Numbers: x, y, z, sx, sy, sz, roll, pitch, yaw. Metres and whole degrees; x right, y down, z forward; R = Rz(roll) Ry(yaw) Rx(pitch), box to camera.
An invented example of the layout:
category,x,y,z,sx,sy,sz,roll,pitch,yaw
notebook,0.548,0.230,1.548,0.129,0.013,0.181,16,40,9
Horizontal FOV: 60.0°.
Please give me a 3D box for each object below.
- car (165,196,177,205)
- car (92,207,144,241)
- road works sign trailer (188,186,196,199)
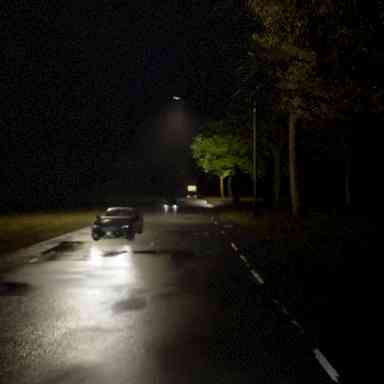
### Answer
category,x,y,z,sx,sy,sz,roll,pitch,yaw
car,-3.562,1.452,57.048,1.837,1.490,4.892,0,0,0
car,-3.602,1.520,16.826,2.128,1.511,4.902,0,0,0
road works sign trailer,-0.005,0.049,94.623,2.380,3.560,2.880,0,1,0
